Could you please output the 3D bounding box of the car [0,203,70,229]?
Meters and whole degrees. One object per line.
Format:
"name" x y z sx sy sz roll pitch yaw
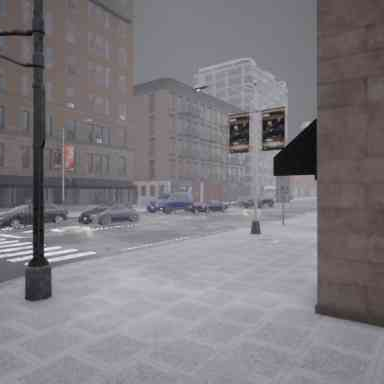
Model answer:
"car" -10.352 1.461 21.465 1.837 1.490 4.892 0 0 35

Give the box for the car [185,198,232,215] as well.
"car" 1.685 1.483 32.835 1.895 1.301 4.718 0 0 35

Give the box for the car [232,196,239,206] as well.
"car" 6.601 1.325 45.340 2.128 1.511 4.902 0 0 36

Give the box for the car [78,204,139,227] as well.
"car" -5.575 1.499 22.589 1.994 1.385 4.181 0 0 35

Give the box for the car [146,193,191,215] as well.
"car" -2.072 1.120 33.152 2.150 2.045 5.566 0 0 36

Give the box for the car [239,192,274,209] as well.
"car" 8.633 1.045 42.590 2.150 2.045 5.566 0 1 35
